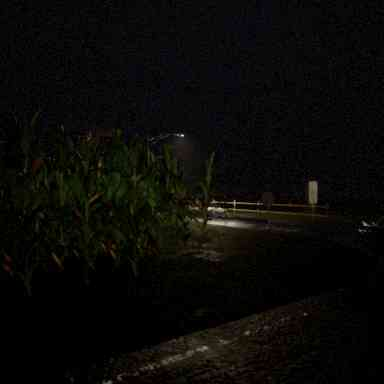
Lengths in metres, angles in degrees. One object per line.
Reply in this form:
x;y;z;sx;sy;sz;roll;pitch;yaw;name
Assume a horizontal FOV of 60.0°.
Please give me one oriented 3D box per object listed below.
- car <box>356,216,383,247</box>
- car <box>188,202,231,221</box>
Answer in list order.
8.459;1.566;12.702;2.033;1.411;5.357;0;-1;-4;car
1.312;1.589;27.917;1.812;1.442;4.674;-1;0;-30;car
